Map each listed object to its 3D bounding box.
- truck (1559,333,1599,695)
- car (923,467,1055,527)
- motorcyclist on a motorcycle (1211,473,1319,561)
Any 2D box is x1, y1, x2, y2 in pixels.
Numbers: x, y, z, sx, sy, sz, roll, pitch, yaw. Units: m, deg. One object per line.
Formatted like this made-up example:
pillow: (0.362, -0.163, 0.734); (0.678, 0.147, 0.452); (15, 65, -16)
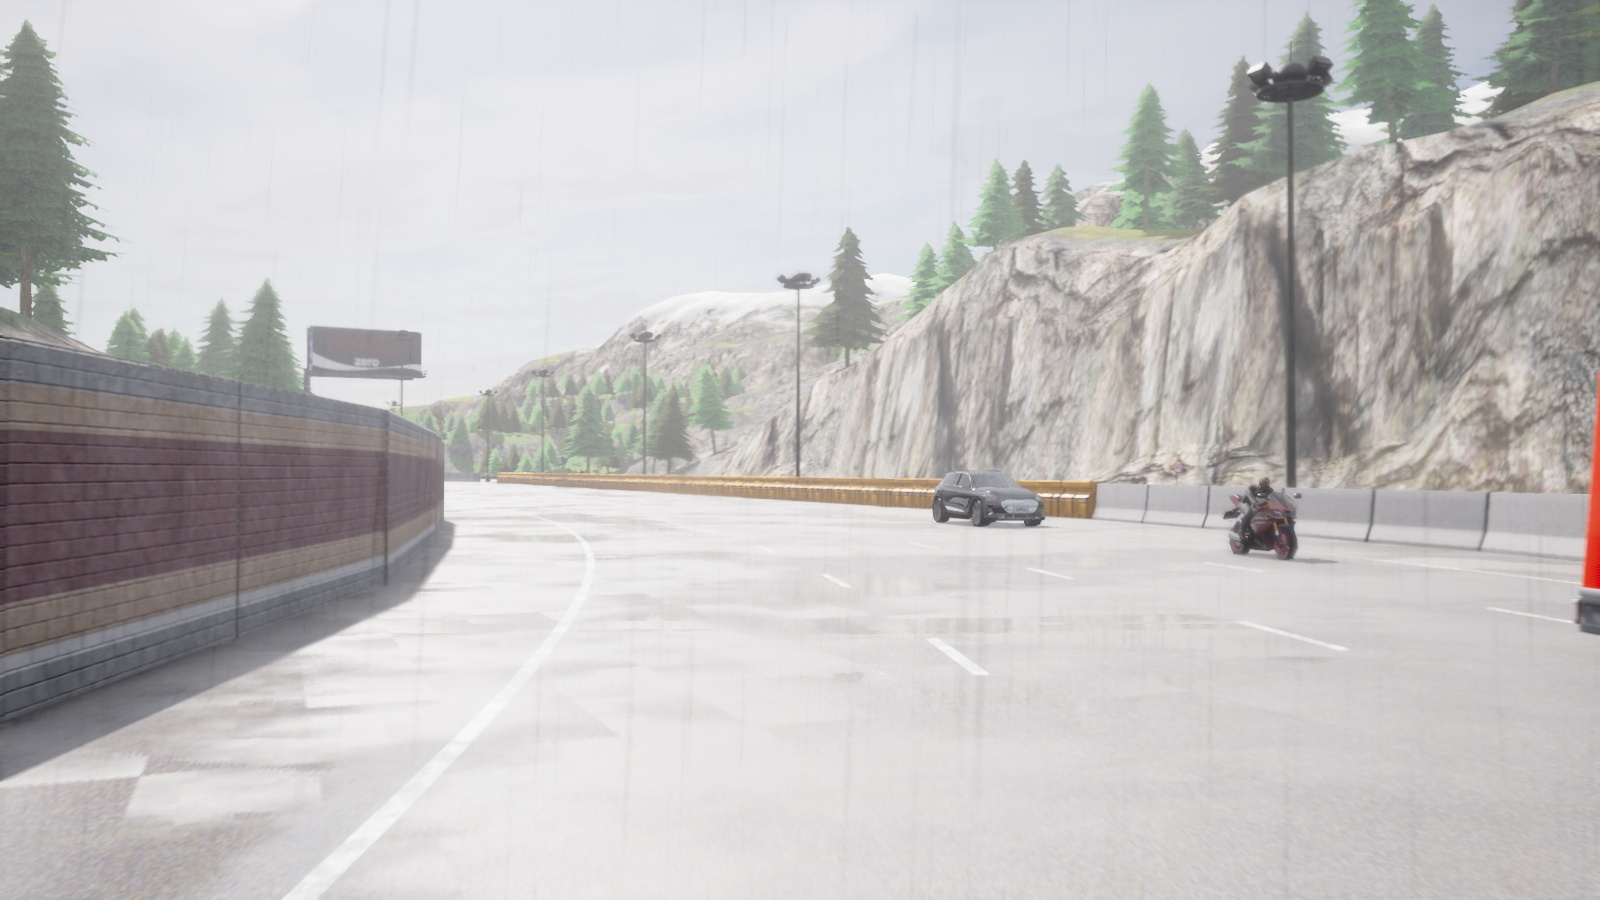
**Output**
truck: (6.870, 0.406, 6.443); (2.627, 2.467, 5.204); (0, -1, -3)
car: (5.470, 1.342, 37.112); (2.033, 1.649, 4.856); (0, -1, -16)
motorcyclist on a motorcycle: (8.546, 1.201, 23.196); (0.866, 1.530, 2.191); (0, -1, -10)
